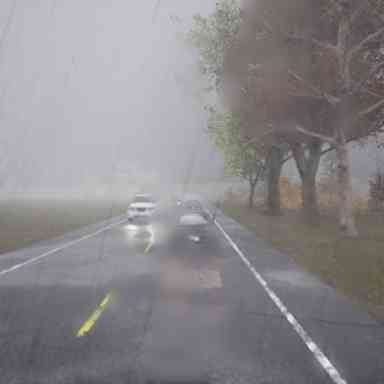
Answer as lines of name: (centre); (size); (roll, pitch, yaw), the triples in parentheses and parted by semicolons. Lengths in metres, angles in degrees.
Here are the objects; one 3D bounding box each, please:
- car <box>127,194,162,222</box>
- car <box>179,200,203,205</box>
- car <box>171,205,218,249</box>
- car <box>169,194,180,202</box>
car: (-3.596, 1.190, 26.263); (2.150, 2.045, 5.566); (0, 0, 0)
car: (0.104, 1.498, 33.008); (2.033, 1.411, 5.357); (0, 0, 0)
car: (0.100, 1.512, 14.244); (1.812, 1.442, 4.674); (0, 0, 0)
car: (-3.496, 1.202, 67.776); (2.097, 1.767, 4.553); (0, 0, 0)
